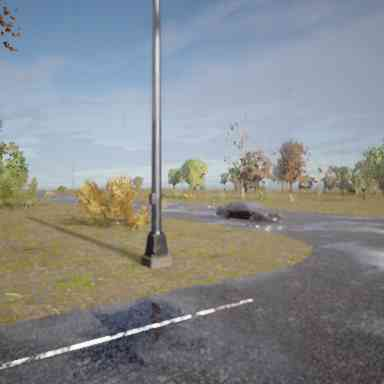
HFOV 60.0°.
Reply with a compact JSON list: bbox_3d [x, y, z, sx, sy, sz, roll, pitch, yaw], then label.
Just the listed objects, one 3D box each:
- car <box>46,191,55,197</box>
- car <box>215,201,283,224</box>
[{"bbox_3d":[-36.409,0.417,85.656,1.882,1.535,5.008,-1,1,-28],"label":"car"},{"bbox_3d":[3.912,1.393,24.046,2.033,1.411,5.357,-1,1,-35],"label":"car"}]
